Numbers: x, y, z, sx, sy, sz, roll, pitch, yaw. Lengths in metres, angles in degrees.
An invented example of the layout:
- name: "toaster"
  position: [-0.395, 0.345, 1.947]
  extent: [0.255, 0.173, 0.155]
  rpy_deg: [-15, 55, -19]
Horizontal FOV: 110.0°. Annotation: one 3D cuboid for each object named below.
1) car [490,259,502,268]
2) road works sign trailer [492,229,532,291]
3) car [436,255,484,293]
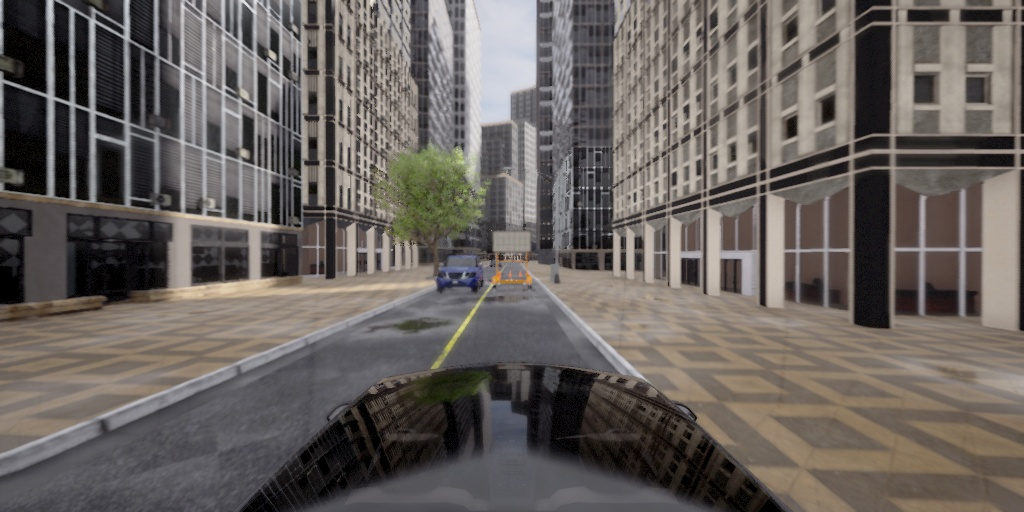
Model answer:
- name: "car"
  position: [-2.782, 1.299, 62.685]
  extent: [1.994, 1.385, 4.181]
  rpy_deg: [0, 0, 1]
- name: "road works sign trailer"
  position: [-0.001, 0.194, 21.650]
  extent: [2.380, 3.560, 2.880]
  rpy_deg: [0, 0, 0]
- name: "car"
  position: [-2.850, 0.952, 20.761]
  extent: [2.150, 2.045, 5.566]
  rpy_deg: [0, 0, 0]
